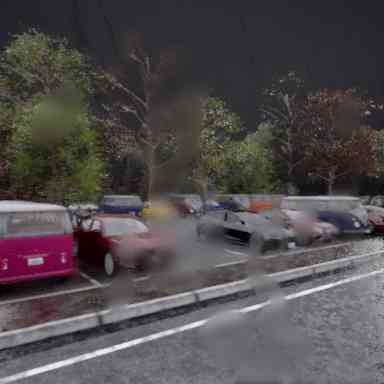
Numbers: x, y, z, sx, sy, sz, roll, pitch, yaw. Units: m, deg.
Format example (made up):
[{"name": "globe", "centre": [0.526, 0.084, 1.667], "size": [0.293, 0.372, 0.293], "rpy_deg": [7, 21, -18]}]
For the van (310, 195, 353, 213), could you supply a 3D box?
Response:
[{"name": "van", "centre": [16.990, 1.425, 40.701], "size": [1.878, 1.987, 4.442], "rpy_deg": [1, -1, -36]}]

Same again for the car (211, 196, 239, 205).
[{"name": "car", "centre": [1.415, 1.429, 29.391], "size": [2.097, 1.535, 5.008], "rpy_deg": [0, 0, -36]}]

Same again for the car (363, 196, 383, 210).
[{"name": "car", "centre": [28.431, 1.580, 48.730], "size": [2.435, 2.045, 5.566], "rpy_deg": [1, -1, -36]}]

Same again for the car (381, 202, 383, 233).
[{"name": "car", "centre": [8.903, 1.460, 18.695], "size": [2.163, 1.488, 4.792], "rpy_deg": [0, 0, -36]}]

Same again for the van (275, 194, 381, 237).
[{"name": "van", "centre": [6.726, 1.213, 16.955], "size": [1.878, 1.987, 4.442], "rpy_deg": [0, 0, -36]}]

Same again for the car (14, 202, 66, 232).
[{"name": "car", "centre": [-9.833, 1.473, 21.310], "size": [2.097, 1.535, 5.008], "rpy_deg": [0, 0, -36]}]

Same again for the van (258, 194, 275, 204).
[{"name": "van", "centre": [5.838, 1.248, 32.701], "size": [1.878, 1.987, 4.442], "rpy_deg": [1, -1, -36]}]

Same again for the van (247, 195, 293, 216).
[{"name": "van", "centre": [7.987, 1.282, 34.243], "size": [1.878, 1.987, 4.442], "rpy_deg": [1, -1, -36]}]

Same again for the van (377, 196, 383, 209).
[{"name": "van", "centre": [30.733, 1.641, 50.272], "size": [1.878, 1.987, 4.442], "rpy_deg": [1, -1, -36]}]

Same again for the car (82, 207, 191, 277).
[{"name": "car", "centre": [-2.367, 1.474, 10.581], "size": [2.097, 1.535, 5.008], "rpy_deg": [0, 0, -36]}]

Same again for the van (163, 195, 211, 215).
[{"name": "van", "centre": [-0.766, 1.213, 27.677], "size": [1.878, 1.987, 4.442], "rpy_deg": [0, 0, -36]}]

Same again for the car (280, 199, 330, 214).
[{"name": "car", "centre": [12.659, 1.581, 37.444], "size": [2.097, 1.535, 5.008], "rpy_deg": [1, -1, -36]}]

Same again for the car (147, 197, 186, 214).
[{"name": "car", "centre": [-2.975, 1.444, 26.009], "size": [1.946, 1.575, 5.366], "rpy_deg": [0, 0, -36]}]

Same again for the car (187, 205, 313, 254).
[{"name": "car", "centre": [2.164, 1.486, 13.788], "size": [2.163, 1.488, 4.792], "rpy_deg": [0, 0, -36]}]

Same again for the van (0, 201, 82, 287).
[{"name": "van", "centre": [-4.689, 1.257, 9.053], "size": [1.878, 1.987, 4.442], "rpy_deg": [0, 0, -36]}]

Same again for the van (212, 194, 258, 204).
[{"name": "van", "centre": [3.615, 1.211, 30.820], "size": [1.878, 1.987, 4.442], "rpy_deg": [0, 0, -36]}]

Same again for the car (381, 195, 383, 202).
[{"name": "car", "centre": [11.141, 1.185, 20.299], "size": [2.435, 2.045, 5.566], "rpy_deg": [1, -1, -36]}]

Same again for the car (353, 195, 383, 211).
[{"name": "car", "centre": [26.180, 1.544, 47.115], "size": [2.435, 2.045, 5.566], "rpy_deg": [1, -1, -36]}]

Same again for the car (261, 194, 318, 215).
[{"name": "car", "centre": [10.323, 1.292, 35.740], "size": [2.435, 2.045, 5.566], "rpy_deg": [1, -1, -36]}]

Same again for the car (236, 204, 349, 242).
[{"name": "car", "centre": [4.402, 1.488, 15.434], "size": [2.002, 1.452, 4.674], "rpy_deg": [0, 0, -36]}]

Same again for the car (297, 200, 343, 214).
[{"name": "car", "centre": [14.908, 1.657, 39.061], "size": [2.002, 1.452, 4.674], "rpy_deg": [1, -1, -36]}]

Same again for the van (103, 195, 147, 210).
[{"name": "van", "centre": [-5.403, 1.230, 24.638], "size": [1.878, 1.987, 4.442], "rpy_deg": [0, 0, -36]}]

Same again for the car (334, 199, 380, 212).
[{"name": "car", "centre": [21.662, 1.724, 43.902], "size": [2.097, 1.535, 5.008], "rpy_deg": [1, -1, -36]}]

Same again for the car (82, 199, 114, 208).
[{"name": "car", "centre": [-7.582, 1.466, 22.924], "size": [2.231, 1.521, 4.892], "rpy_deg": [0, 0, -36]}]
